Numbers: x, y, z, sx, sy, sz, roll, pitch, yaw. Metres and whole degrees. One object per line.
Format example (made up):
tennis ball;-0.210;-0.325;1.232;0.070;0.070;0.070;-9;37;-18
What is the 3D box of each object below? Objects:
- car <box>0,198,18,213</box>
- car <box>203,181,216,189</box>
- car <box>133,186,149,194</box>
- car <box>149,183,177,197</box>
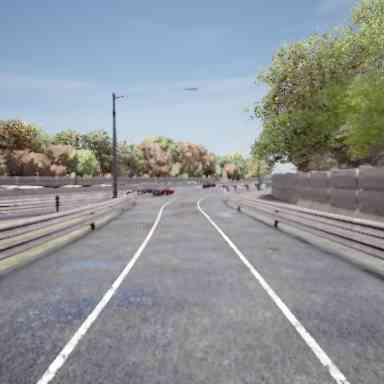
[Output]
car;-15.971;0.955;25.797;1.882;1.535;5.008;1;2;23
car;4.825;-1.950;91.890;2.150;2.045;5.566;1;2;23
car;-8.706;-0.355;60.681;2.033;1.411;5.357;1;2;23
car;-4.411;-0.131;52.908;1.882;1.535;5.008;1;3;23
